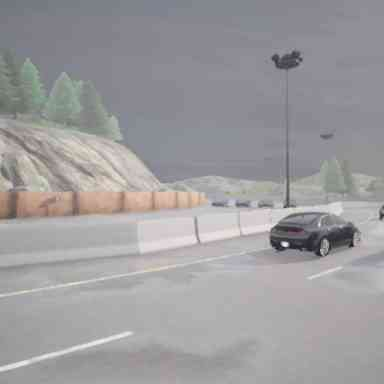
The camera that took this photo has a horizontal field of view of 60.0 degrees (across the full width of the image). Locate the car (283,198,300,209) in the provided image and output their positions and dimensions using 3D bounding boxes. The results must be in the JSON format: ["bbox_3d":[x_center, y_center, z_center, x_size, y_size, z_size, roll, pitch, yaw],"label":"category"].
[{"bbox_3d":[13.694,1.594,45.709,1.837,1.490,4.892,0,0,20],"label":"car"}]

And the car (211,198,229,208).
[{"bbox_3d":[4.345,1.607,50.576,1.882,1.535,5.008,0,0,18],"label":"car"}]

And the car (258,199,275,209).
[{"bbox_3d":[10.720,1.667,47.717,1.994,1.385,4.181,0,0,20],"label":"car"}]

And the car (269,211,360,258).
[{"bbox_3d":[4.915,1.528,13.020,4.892,1.490,1.837,0,0,-44],"label":"car"}]

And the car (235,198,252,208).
[{"bbox_3d":[7.716,1.594,49.636,1.882,1.535,5.008,0,0,18],"label":"car"}]

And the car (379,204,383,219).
[{"bbox_3d":[17.064,1.630,28.259,1.895,1.301,4.718,0,0,32],"label":"car"}]
